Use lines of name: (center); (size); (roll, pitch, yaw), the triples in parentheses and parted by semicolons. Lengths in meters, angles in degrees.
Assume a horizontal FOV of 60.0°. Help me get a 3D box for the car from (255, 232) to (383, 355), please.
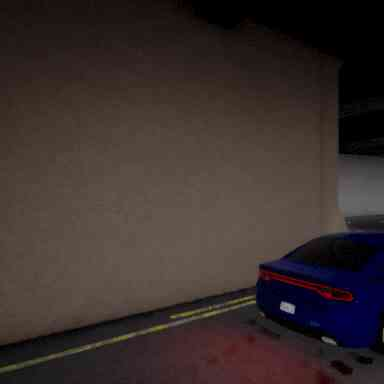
car: (3.384, 1.481, 6.143); (5.008, 1.535, 1.882); (0, 0, -35)
